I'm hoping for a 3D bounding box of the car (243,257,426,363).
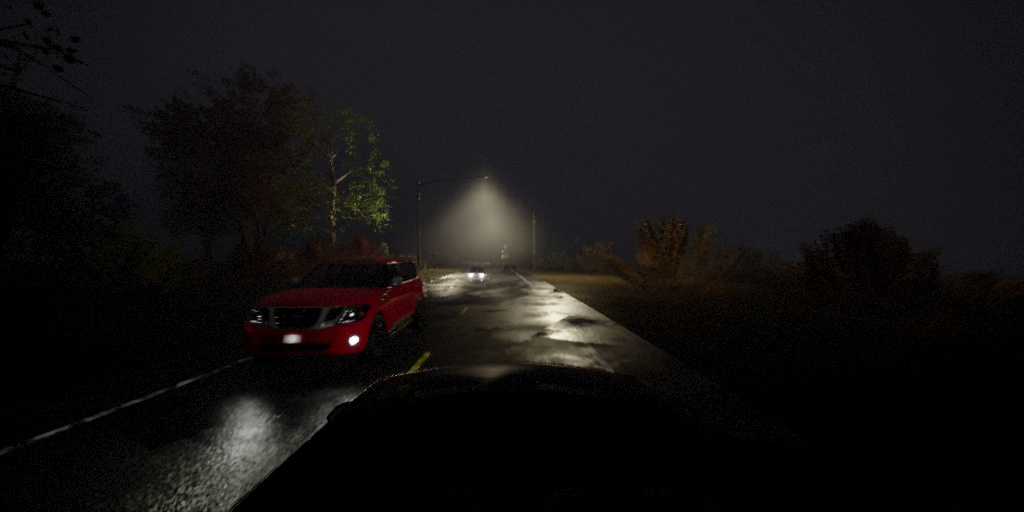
[{"bbox_3d":[-3.635,1.030,8.665,2.150,2.045,5.566,0,0,0],"label":"car"}]

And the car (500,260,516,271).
[{"bbox_3d":[-0.440,1.605,57.061,1.882,1.535,5.008,0,0,-3],"label":"car"}]

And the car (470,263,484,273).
[{"bbox_3d":[-4.865,1.693,50.206,1.895,1.301,4.718,0,0,-3],"label":"car"}]
